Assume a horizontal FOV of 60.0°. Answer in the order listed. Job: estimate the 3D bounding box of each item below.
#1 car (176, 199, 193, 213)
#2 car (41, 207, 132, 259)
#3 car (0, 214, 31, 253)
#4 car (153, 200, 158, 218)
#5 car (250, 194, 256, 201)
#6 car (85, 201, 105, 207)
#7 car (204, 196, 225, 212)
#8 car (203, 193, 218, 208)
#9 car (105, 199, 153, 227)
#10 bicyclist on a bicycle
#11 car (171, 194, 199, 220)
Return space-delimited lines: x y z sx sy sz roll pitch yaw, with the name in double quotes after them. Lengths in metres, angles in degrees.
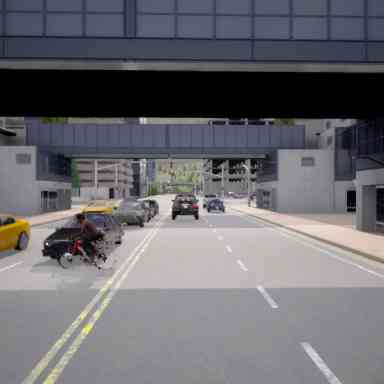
-0.828 1.526 37.908 1.812 1.442 4.674 0 0 -1 "car"
-3.886 1.547 12.925 2.033 1.411 5.357 0 0 -2 "car"
-7.342 1.477 11.250 1.882 1.535 5.008 0 0 -1 "car"
-4.145 1.526 27.455 1.812 1.442 4.674 0 0 -1 "car"
14.742 1.153 77.916 1.932 1.855 4.605 0 0 -2 "car"
-7.733 1.477 27.811 1.882 1.535 5.008 0 0 -1 "car"
2.668 1.526 37.992 1.812 1.442 4.674 0 0 -1 "car"
2.821 1.221 47.498 2.150 2.045 5.566 0 0 8 "car"
-4.111 1.352 22.416 2.097 1.767 4.553 0 0 -1 "car"
-2.989 1.453 9.478 1.656 1.620 0.582 -1 0 -1 "bicyclist on a bicycle"
-0.564 1.221 28.211 2.150 2.045 5.566 0 0 -1 "car"
